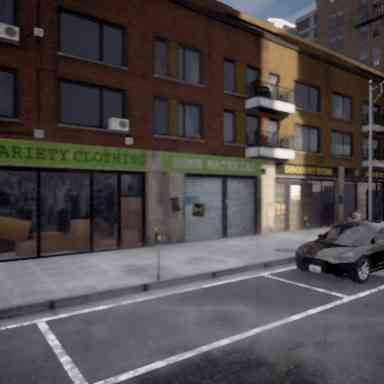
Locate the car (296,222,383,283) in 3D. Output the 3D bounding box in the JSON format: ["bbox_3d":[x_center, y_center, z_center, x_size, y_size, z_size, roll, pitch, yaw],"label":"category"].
[{"bbox_3d":[4.885,1.567,9.677,4.313,1.339,1.947,0,0,-36],"label":"car"}]
